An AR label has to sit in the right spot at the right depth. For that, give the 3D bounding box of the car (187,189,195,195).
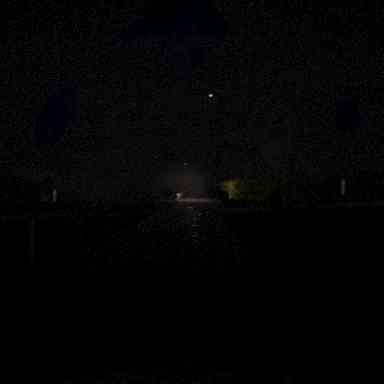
[{"bbox_3d":[-0.288,0.078,90.468,1.837,1.490,4.892,0,2,2],"label":"car"}]

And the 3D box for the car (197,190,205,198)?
[{"bbox_3d":[2.325,0.617,85.408,1.837,1.490,4.892,0,2,2],"label":"car"}]
